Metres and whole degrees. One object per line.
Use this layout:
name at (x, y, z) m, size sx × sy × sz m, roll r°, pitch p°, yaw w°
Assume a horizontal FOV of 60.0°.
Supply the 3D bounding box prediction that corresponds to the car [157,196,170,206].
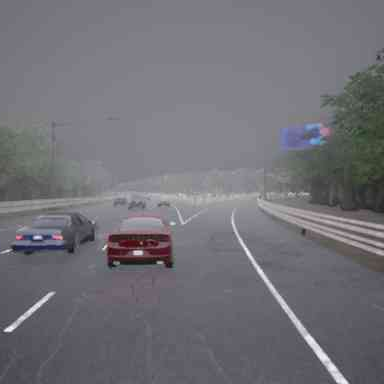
car at (-4.352, 1.609, 51.061) m, size 1.895 × 1.301 × 4.718 m, roll 0°, pitch 0°, yaw -5°

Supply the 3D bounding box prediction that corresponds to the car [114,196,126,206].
car at (-11.552, 1.505, 54.306) m, size 1.837 × 1.490 × 4.892 m, roll 0°, pitch -1°, yaw -5°

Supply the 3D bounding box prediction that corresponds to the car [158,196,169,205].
car at (-5.347, 1.538, 61.842) m, size 1.882 × 1.535 × 5.008 m, roll 0°, pitch -1°, yaw -6°

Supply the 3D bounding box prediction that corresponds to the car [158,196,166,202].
car at (-7.062, 1.606, 77.757) m, size 1.837 × 1.490 × 4.892 m, roll 0°, pitch 0°, yaw -7°

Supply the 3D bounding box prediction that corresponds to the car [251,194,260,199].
car at (17.551, 1.235, 91.301) m, size 1.882 × 1.535 × 5.008 m, roll 0°, pitch 0°, yaw 25°

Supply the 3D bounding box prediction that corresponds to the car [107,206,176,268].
car at (-1.593, 1.467, 11.327) m, size 1.882 × 1.535 × 5.008 m, roll 0°, pitch 0°, yaw -4°

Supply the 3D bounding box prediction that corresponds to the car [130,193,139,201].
car at (-16.221, 1.407, 94.059) m, size 2.150 × 2.045 × 5.566 m, roll 0°, pitch 0°, yaw -8°

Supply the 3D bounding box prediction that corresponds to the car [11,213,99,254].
car at (-5.147, 1.526, 13.271) m, size 2.033 × 1.411 × 5.357 m, roll 0°, pitch 0°, yaw -3°

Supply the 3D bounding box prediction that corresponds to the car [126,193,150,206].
car at (-7.280, 1.338, 45.049) m, size 2.097 × 1.767 × 4.553 m, roll 0°, pitch 0°, yaw -4°
